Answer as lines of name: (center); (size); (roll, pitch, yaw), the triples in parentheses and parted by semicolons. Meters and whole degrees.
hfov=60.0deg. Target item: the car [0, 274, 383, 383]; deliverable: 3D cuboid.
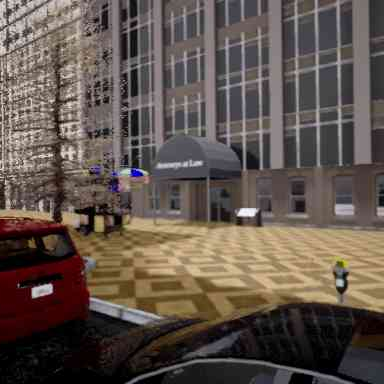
car: (0.688, 1.559, 2.402); (4.313, 1.339, 1.947); (-1, 0, 35)

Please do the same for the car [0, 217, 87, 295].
car: (-3.851, 1.349, 5.579); (5.009, 1.841, 2.192); (-1, 0, 35)
